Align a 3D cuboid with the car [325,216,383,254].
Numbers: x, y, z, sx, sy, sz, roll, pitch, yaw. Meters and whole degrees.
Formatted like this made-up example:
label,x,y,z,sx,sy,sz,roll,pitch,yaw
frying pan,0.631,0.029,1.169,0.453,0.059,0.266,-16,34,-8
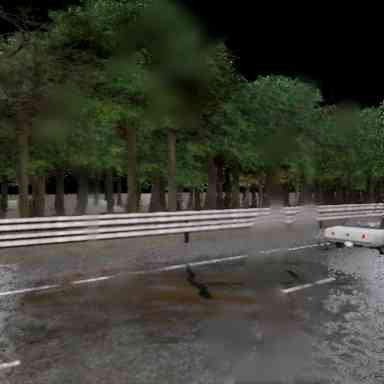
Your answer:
label,x,y,z,sx,sy,sz,roll,pitch,yaw
car,7.527,1.600,13.411,4.718,1.301,1.895,0,0,-35
